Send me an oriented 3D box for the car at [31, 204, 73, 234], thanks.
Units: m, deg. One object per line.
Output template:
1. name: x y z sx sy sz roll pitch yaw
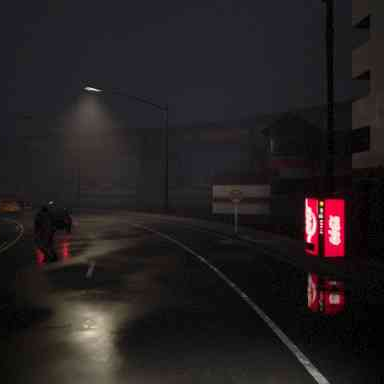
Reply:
1. car: -8.229 1.601 19.544 1.895 1.301 4.718 0 0 -25

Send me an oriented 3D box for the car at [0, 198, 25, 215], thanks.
1. car: -19.011 1.478 33.201 5.008 1.535 1.882 0 0 41

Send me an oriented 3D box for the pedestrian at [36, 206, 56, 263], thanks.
1. pedestrian: -4.609 1.294 10.541 0.375 1.860 0.375 0 0 -14

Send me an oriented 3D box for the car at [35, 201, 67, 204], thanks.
1. car: -13.388 1.564 32.720 1.994 1.385 4.181 0 0 -43

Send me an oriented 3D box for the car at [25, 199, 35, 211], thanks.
1. car: -20.108 1.492 38.622 4.902 1.511 2.128 0 0 33

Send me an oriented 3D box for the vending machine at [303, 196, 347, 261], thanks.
1. vending machine: 4.520 1.195 11.353 1.100 2.100 0.880 0 0 -13
